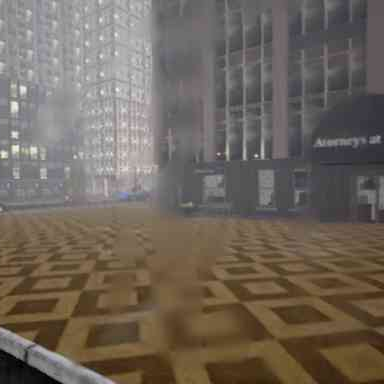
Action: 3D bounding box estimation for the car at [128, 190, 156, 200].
[{"bbox_3d":[-8.456,0.657,58.627,1.882,1.535,5.008,1,2,36],"label":"car"}]

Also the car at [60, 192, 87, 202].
[{"bbox_3d":[-19.043,0.819,53.478,1.967,1.590,4.097,0,1,35],"label":"car"}]

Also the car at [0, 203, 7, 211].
[{"bbox_3d":[-21.762,1.452,34.731,2.008,1.369,4.403,0,1,35],"label":"car"}]

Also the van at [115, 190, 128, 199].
[{"bbox_3d":[-12.584,0.432,62.722,1.690,1.788,3.998,0,2,35],"label":"van"}]

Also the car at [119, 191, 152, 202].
[{"bbox_3d":[-8.944,0.892,53.299,1.947,1.339,4.313,0,1,35],"label":"car"}]
